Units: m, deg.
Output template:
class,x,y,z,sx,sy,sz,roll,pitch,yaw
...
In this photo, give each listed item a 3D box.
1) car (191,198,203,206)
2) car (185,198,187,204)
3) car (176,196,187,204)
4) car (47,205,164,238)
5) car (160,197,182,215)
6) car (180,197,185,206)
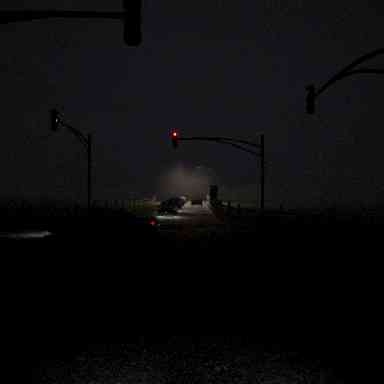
class,x,y,z,sx,sy,sz,roll,pitch,yaw
car,0.825,1.615,56.833,1.895,1.301,4.718,0,0,1
car,-2.163,1.560,53.824,2.033,1.411,5.357,0,0,1
car,-1.972,1.581,63.830,1.994,1.385,4.181,0,0,2
car,-4.325,1.496,16.738,5.357,1.411,2.033,1,0,1
car,-2.440,1.553,34.199,2.033,1.411,5.357,0,0,0
car,-2.299,1.514,43.977,1.837,1.490,4.892,0,0,1
